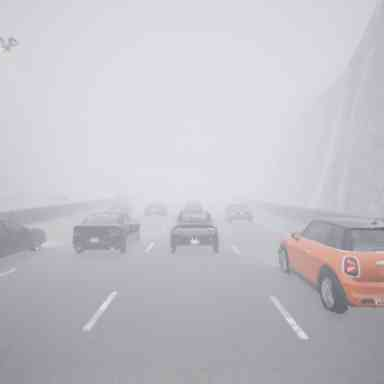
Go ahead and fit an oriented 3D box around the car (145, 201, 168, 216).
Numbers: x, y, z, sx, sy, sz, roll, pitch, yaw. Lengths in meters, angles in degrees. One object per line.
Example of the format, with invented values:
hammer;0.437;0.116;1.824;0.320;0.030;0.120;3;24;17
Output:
car;-3.407;1.581;32.257;1.994;1.385;4.181;0;0;0

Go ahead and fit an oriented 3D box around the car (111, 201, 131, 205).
car;-6.907;1.580;32.355;1.994;1.385;4.181;0;0;0

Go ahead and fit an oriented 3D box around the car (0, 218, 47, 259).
car;-6.902;1.598;11.239;2.033;1.411;5.357;0;0;0

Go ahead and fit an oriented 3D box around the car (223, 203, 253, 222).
car;3.594;1.591;26.407;2.033;1.411;5.357;0;0;0

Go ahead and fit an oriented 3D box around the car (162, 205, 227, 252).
car;0.097;1.547;14.180;2.128;1.511;4.902;0;0;0

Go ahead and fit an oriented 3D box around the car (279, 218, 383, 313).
car;3.598;1.392;7.935;2.097;1.767;4.553;0;0;0

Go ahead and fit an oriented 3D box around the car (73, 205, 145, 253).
car;-3.403;1.532;14.064;1.882;1.535;5.008;0;0;0

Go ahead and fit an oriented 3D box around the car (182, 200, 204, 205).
car;0.093;1.511;31.726;2.128;1.511;4.902;0;0;0
